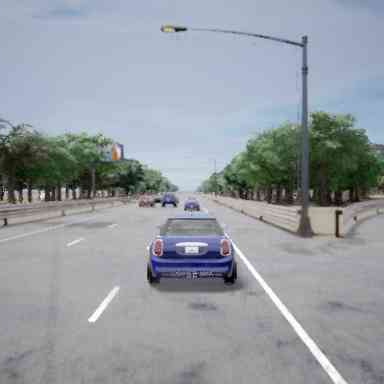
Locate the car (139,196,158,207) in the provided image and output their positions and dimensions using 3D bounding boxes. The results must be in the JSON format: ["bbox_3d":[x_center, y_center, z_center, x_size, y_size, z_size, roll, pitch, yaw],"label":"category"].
[{"bbox_3d":[-7.016,1.432,52.231,2.097,1.767,4.553,0,0,0],"label":"car"}]

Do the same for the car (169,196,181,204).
[{"bbox_3d":[-3.520,1.629,69.279,2.128,1.511,4.902,0,0,0],"label":"car"}]

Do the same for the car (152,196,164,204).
[{"bbox_3d":[-7.020,1.594,69.036,1.882,1.535,5.008,0,0,0],"label":"car"}]

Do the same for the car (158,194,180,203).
[{"bbox_3d":[-3.516,1.301,51.876,2.150,2.045,5.566,0,0,0],"label":"car"}]

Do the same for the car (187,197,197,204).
[{"bbox_3d":[-0.020,1.664,69.380,1.994,1.385,4.181,0,0,0],"label":"car"}]

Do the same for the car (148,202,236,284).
[{"bbox_3d":[-0.005,1.354,9.771,2.097,1.767,4.553,0,0,0],"label":"car"}]

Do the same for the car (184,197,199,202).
[{"bbox_3d":[-0.013,1.577,41.372,1.812,1.442,4.674,0,0,0],"label":"car"}]
